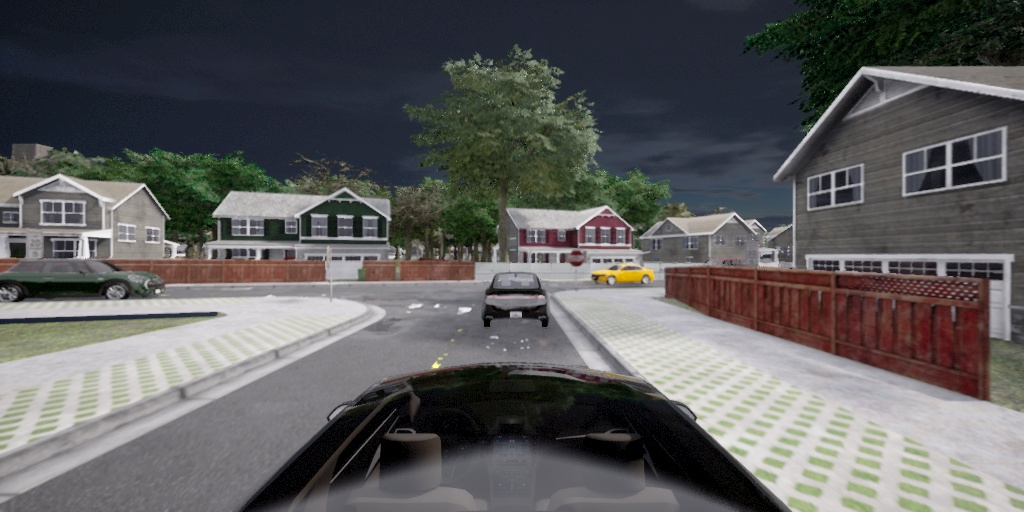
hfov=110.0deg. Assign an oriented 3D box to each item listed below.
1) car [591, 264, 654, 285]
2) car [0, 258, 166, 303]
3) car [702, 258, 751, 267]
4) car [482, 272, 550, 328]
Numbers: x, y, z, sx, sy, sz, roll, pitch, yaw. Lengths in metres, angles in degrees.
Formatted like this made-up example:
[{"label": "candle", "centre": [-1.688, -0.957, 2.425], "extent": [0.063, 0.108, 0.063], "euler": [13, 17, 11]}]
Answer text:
[{"label": "car", "centre": [8.328, 1.355, 27.085], "extent": [5.008, 1.535, 1.882], "euler": [1, 0, -21]}, {"label": "car", "centre": [-17.291, 0.910, 14.629], "extent": [4.553, 1.767, 2.097], "euler": [1, 0, -20]}, {"label": "car", "centre": [17.792, 1.205, 30.545], "extent": [5.566, 2.045, 2.150], "euler": [1, 0, -20]}, {"label": "car", "centre": [0.128, 1.247, 11.371], "extent": [2.128, 1.511, 4.902], "euler": [0, 0, 1]}]
